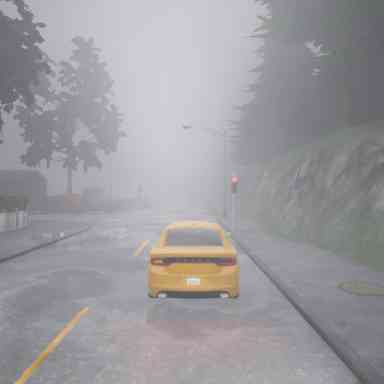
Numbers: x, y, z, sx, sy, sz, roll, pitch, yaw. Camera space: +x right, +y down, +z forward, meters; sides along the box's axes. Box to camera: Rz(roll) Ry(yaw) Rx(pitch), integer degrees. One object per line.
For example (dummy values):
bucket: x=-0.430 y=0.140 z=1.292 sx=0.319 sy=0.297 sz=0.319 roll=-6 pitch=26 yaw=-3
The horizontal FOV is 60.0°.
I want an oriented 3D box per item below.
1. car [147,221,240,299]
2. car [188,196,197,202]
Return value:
car: x=0.049 y=1.478 z=8.528 sx=1.882 sy=1.535 sz=5.008 roll=0 pitch=0 yaw=1
car: x=0.012 y=1.507 z=71.061 sx=1.895 sy=1.301 sz=4.718 roll=0 pitch=0 yaw=0
